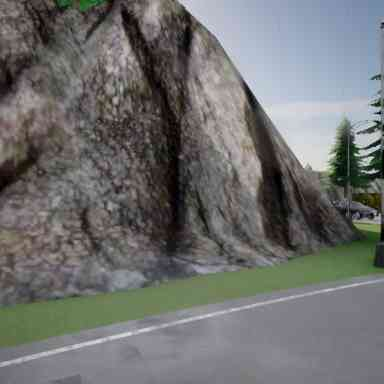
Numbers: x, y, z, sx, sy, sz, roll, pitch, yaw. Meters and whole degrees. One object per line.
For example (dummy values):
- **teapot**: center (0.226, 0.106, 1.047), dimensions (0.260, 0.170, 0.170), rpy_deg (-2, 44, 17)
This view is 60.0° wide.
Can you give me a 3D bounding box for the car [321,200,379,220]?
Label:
- **car**: center (13.420, 1.492, 28.473), dimensions (2.128, 1.511, 4.902), rpy_deg (0, 0, -25)
